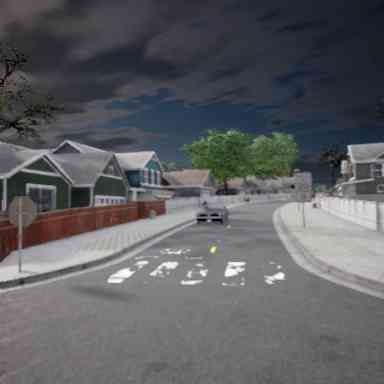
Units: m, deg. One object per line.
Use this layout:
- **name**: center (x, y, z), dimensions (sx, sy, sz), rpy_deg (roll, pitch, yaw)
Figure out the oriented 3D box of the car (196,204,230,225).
- **car**: center (1.563, 1.548, 23.776), dimensions (1.895, 1.301, 4.718), rpy_deg (-2, 0, 12)
